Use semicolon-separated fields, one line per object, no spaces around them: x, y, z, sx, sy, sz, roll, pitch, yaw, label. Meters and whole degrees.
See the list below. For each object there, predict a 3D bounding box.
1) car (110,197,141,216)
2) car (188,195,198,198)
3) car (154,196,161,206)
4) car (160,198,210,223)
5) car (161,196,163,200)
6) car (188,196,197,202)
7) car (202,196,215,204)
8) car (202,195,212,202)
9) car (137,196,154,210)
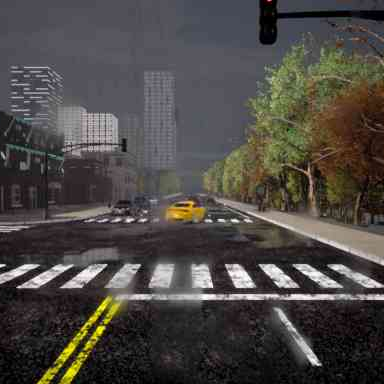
-6.561;1.516;32.564;1.812;1.442;4.674;0;0;0;car
0.153;1.332;54.924;2.097;1.767;4.553;0;0;0;car
-6.532;1.507;53.050;1.812;1.442;4.674;0;0;0;car
-0.371;1.471;25.325;1.882;1.535;5.008;1;0;17;car
-6.484;1.468;63.493;2.128;1.511;4.902;0;0;1;car
0.072;1.565;74.275;1.895;1.301;4.718;0;0;0;car
3.410;1.523;63.768;2.033;1.411;5.357;0;0;0;car
3.328;1.510;74.422;2.033;1.411;5.357;0;0;0;car
-6.548;1.337;42.757;2.097;1.767;4.553;0;0;0;car
